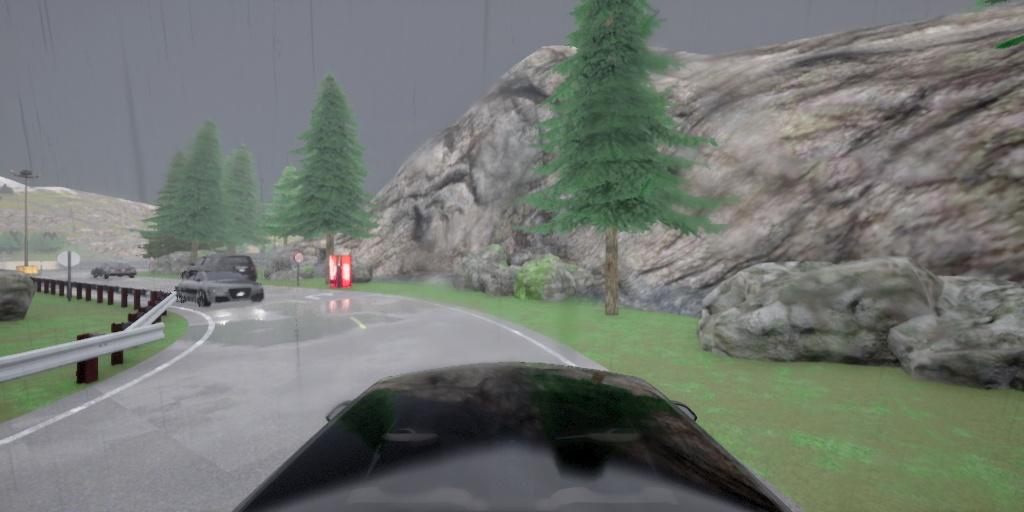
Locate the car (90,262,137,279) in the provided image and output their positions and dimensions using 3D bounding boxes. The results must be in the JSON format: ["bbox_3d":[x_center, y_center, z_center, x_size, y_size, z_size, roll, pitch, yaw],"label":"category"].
[{"bbox_3d":[-35.333,1.277,31.805,5.357,1.411,2.033,0,0,29],"label":"car"}]

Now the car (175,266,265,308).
[{"bbox_3d":[-12.325,1.305,15.109,4.181,1.385,1.994,0,0,32],"label":"car"}]

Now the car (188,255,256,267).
[{"bbox_3d":[-18.632,0.957,22.841,5.566,2.045,2.150,0,0,27],"label":"car"}]

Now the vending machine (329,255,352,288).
[{"bbox_3d":[-10.802,0.931,22.591,0.880,2.100,1.100,0,0,28],"label":"vending machine"}]
